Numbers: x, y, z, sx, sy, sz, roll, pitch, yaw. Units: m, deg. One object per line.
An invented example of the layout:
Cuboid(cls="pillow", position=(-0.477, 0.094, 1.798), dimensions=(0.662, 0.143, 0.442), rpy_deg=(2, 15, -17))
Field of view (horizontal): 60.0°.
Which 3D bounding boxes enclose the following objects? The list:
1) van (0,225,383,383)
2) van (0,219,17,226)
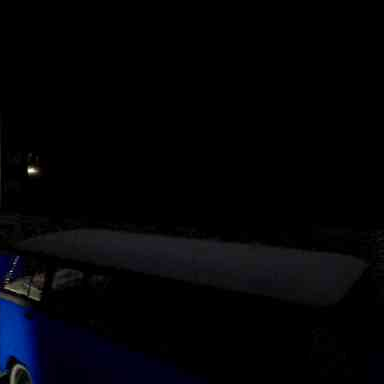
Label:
Cuboid(cls="van", position=(-0.341, 1.340, 3.205), dimensions=(3.998, 1.788, 1.690), rpy_deg=(0, 0, 35))
Cuboid(cls="van", position=(-4.964, 1.335, 6.501), dimensions=(3.998, 1.788, 1.690), rpy_deg=(0, 0, 35))
